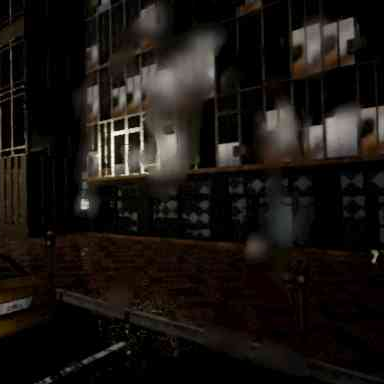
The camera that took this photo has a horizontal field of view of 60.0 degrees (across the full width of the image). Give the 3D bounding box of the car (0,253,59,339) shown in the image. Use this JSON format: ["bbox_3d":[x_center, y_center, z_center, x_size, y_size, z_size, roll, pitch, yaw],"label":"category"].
[{"bbox_3d":[-4.349,1.573,5.990,4.829,1.417,1.752,0,-1,35],"label":"car"}]
